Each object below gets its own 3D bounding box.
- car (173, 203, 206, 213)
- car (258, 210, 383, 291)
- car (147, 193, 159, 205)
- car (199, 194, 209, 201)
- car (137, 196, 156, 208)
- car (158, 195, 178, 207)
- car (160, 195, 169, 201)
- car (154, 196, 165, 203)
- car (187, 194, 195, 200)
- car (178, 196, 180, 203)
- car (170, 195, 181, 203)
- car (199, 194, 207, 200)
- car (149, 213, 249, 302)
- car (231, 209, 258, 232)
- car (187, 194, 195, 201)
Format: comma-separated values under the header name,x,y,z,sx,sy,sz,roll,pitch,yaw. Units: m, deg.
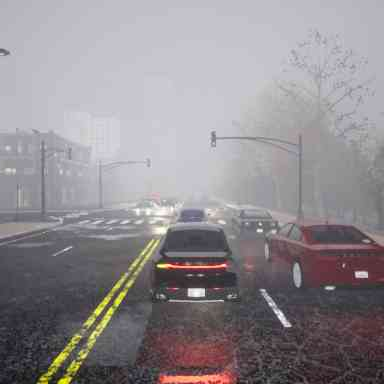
name,x,y,z,sx,sy,sz,roll,pitch,yaw
car,0.019,1.522,17.294,1.812,1.442,4.674,0,0,0
car,3.320,1.476,9.017,1.882,1.535,5.008,0,0,0
car,-6.775,1.203,57.930,2.150,2.045,5.566,0,0,0
car,2.980,1.320,79.909,2.097,1.767,4.553,0,0,0
car,-6.768,1.588,48.389,1.895,1.301,4.718,0,0,0
car,-3.509,1.550,50.044,1.994,1.385,4.181,0,0,0
car,-6.779,1.459,83.051,1.837,1.490,4.892,0,0,0
car,-6.731,1.577,68.986,1.895,1.301,4.718,0,0,0
car,-0.304,1.352,89.931,1.994,1.385,4.181,0,0,0
car,-3.525,1.546,59.563,1.994,1.385,4.181,0,0,0
car,-3.485,1.503,69.813,2.128,1.511,4.902,0,0,0
car,2.946,1.325,89.942,2.128,1.511,4.902,0,0,0
car,0.074,1.503,8.210,1.837,1.490,4.892,0,0,0
car,3.290,1.597,18.385,1.895,1.301,4.718,0,0,0
car,-0.270,1.489,79.928,1.812,1.442,4.674,0,0,0
